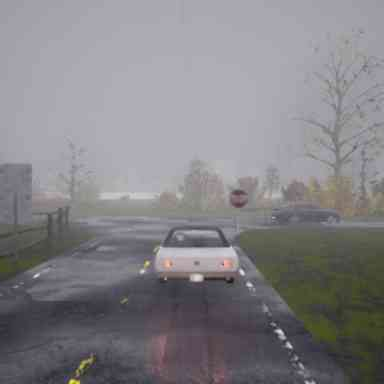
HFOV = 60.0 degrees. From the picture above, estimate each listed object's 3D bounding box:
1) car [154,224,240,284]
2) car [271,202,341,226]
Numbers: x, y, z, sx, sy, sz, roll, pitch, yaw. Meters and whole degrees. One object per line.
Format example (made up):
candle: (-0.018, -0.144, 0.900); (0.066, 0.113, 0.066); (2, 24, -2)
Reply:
car: (0.090, 1.570, 9.419); (1.895, 1.301, 4.718); (0, 0, 0)
car: (8.029, 1.514, 23.389); (4.892, 1.490, 1.837); (0, -2, -11)
